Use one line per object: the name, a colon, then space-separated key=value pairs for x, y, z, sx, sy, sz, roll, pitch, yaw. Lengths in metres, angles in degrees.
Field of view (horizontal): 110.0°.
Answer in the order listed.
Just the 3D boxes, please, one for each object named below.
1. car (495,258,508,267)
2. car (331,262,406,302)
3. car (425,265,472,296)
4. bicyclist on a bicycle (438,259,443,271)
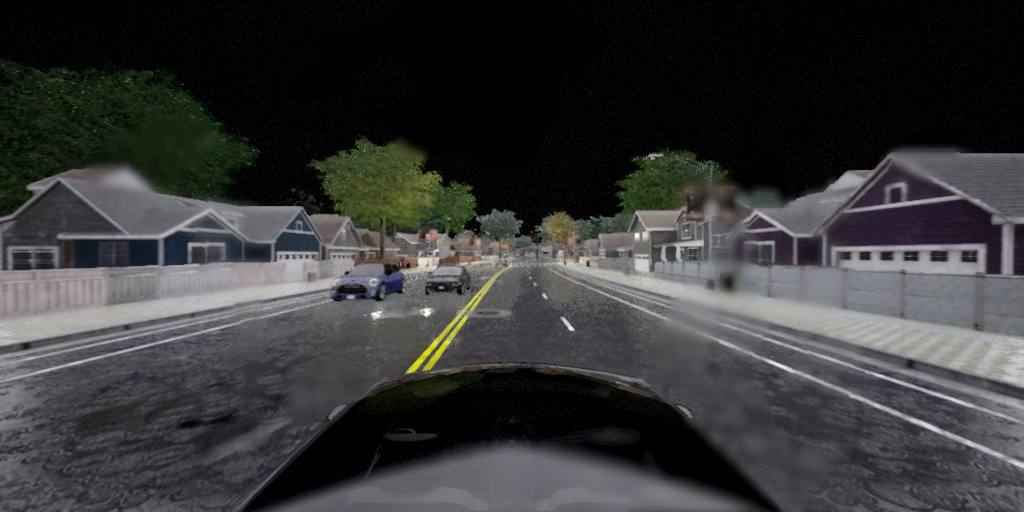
car: x=-1.812 y=1.169 z=63.795 sx=1.812 sy=1.442 sz=4.674 roll=0 pitch=0 yaw=4
car: x=-6.594 y=1.095 z=16.946 sx=2.097 sy=1.767 sz=4.553 roll=0 pitch=0 yaw=0
car: x=-3.343 y=1.217 z=19.447 sx=1.882 sy=1.535 sz=5.008 roll=0 pitch=0 yaw=0
bicyclist on a bicycle: x=-8.442 y=1.135 z=42.559 sx=0.582 sy=1.620 sz=1.656 roll=0 pitch=1 yaw=2
